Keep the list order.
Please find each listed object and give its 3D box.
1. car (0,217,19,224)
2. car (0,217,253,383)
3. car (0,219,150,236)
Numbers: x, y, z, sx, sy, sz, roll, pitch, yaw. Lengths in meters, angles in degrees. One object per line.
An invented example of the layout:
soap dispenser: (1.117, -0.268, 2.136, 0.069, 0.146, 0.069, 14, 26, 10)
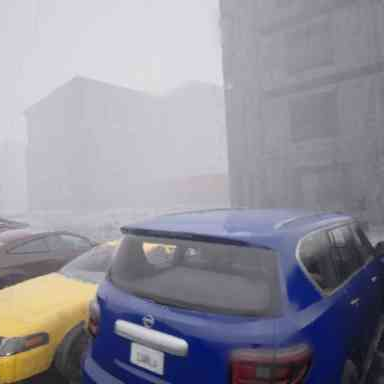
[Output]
car: (-5.489, 1.549, 9.224, 2.002, 1.452, 4.674, 0, 0, 35)
car: (-1.048, 1.489, 5.835, 1.946, 1.575, 5.366, 0, 0, 35)
car: (-3.317, 1.541, 7.677, 2.002, 1.452, 4.674, 0, 0, 35)
